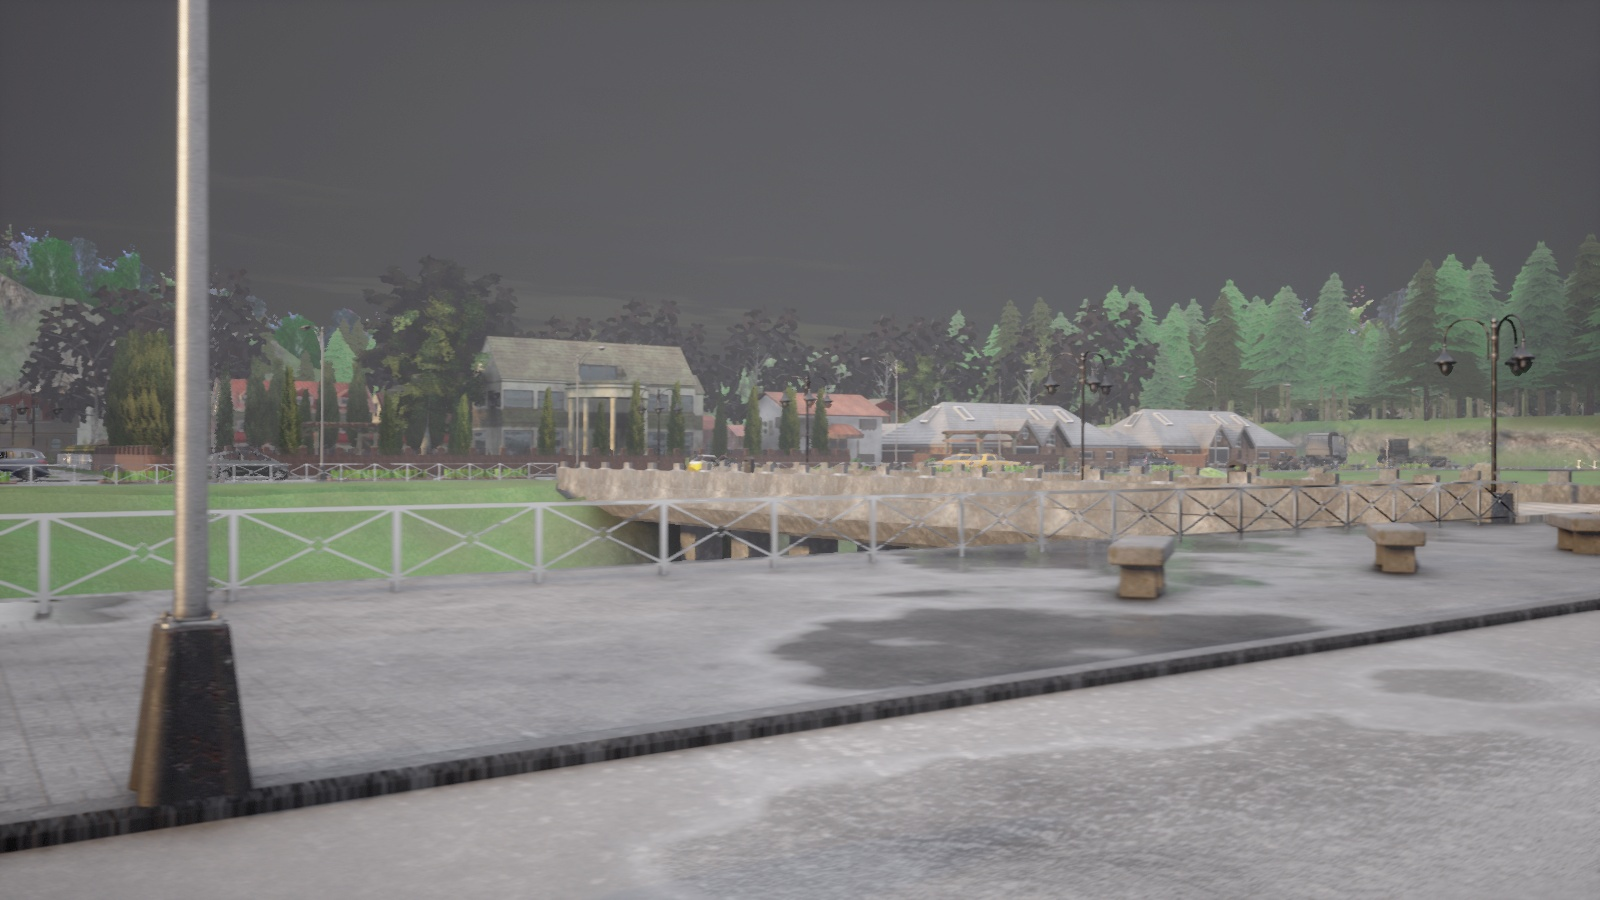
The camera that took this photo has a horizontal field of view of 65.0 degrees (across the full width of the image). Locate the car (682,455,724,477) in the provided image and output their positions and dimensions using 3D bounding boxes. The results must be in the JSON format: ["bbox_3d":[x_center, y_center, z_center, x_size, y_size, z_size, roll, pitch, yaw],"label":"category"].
[{"bbox_3d":[-6.191,1.009,79.985,2.207,1.376,1.481,0,0,-35],"label":"car"}]

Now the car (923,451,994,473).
[{"bbox_3d":[11.670,0.886,92.412,5.366,1.575,1.801,0,0,-35],"label":"car"}]

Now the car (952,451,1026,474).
[{"bbox_3d":[13.380,0.873,88.729,5.366,1.575,1.801,0,0,-35],"label":"car"}]

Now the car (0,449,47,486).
[{"bbox_3d":[-37.629,0.811,58.114,4.611,1.667,2.242,0,0,-35],"label":"car"}]

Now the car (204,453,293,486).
[{"bbox_3d":[-26.708,0.929,60.839,3.705,1.549,1.789,0,0,-35],"label":"car"}]
